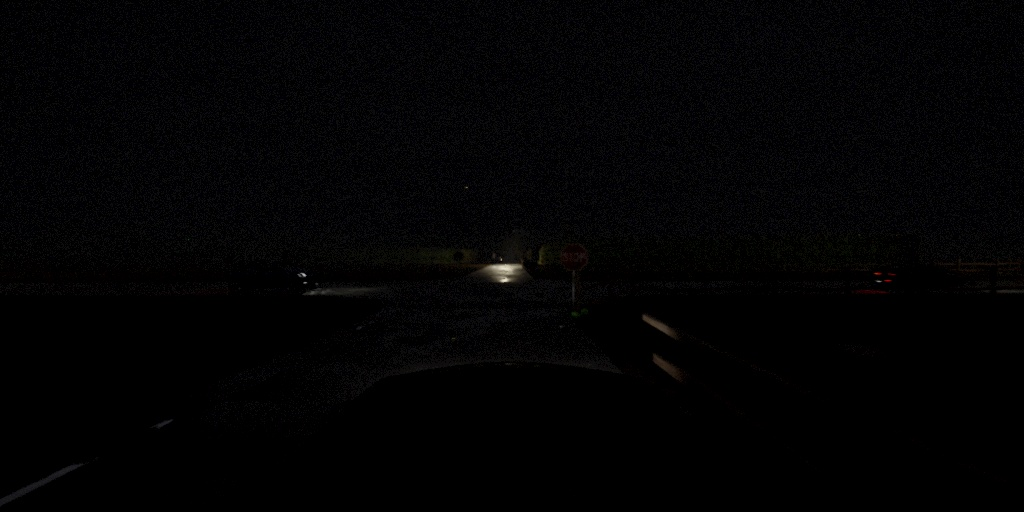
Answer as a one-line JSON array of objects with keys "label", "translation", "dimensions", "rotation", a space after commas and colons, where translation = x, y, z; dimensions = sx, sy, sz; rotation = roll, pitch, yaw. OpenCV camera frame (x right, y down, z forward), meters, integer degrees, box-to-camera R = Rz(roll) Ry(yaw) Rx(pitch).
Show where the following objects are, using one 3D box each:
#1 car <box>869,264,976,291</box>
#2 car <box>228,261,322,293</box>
[{"label": "car", "translation": [23.578, 1.185, 20.664], "dimensions": [4.892, 1.490, 1.837], "rotation": [0, 2, 0]}, {"label": "car", "translation": [-13.482, 1.054, 20.608], "dimensions": [4.553, 1.767, 2.097], "rotation": [-1, 2, 0]}]
